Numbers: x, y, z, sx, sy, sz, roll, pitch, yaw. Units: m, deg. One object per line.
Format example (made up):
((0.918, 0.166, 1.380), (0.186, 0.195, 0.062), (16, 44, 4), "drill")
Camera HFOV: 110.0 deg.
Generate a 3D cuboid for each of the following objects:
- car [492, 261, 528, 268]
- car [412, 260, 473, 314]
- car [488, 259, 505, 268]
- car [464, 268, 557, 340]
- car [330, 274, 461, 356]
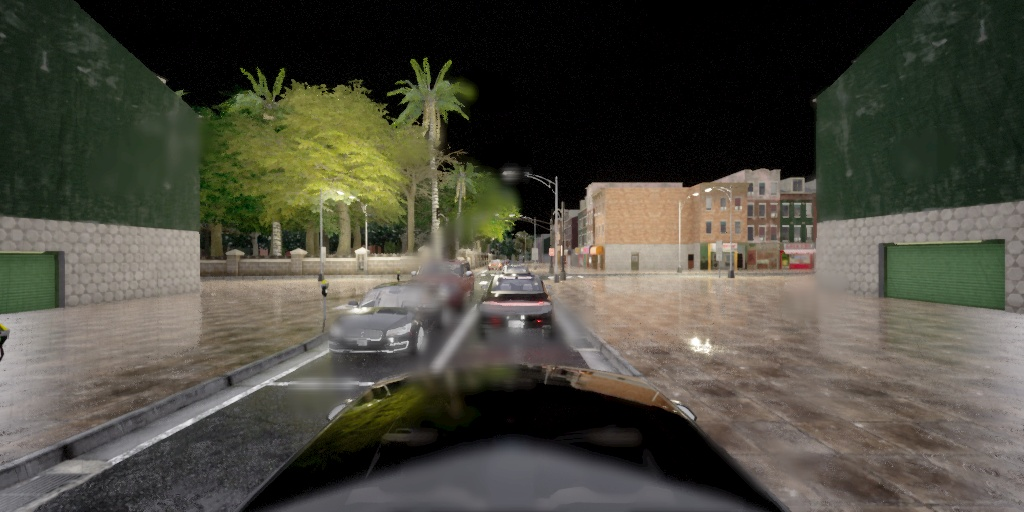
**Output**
((0.174, 1.253, 19.847), (2.128, 1.511, 4.902), (0, 0, -1), "car")
((-2.585, 1.069, 13.971), (2.192, 1.841, 5.009), (0, 0, 0), "car")
((-2.411, 1.295, 52.117), (1.967, 1.591, 4.097), (0, 0, 0), "car")
((0.132, 1.243, 10.009), (2.128, 1.511, 4.902), (0, 0, 0), "car")
((-2.610, 1.301, 8.508), (2.007, 1.370, 4.403), (0, 0, 0), "car")
